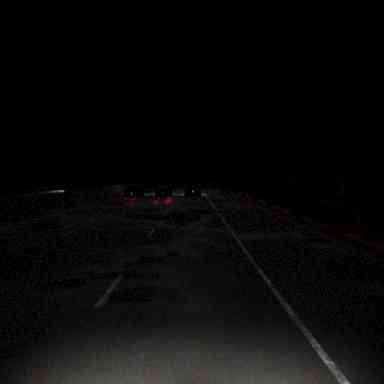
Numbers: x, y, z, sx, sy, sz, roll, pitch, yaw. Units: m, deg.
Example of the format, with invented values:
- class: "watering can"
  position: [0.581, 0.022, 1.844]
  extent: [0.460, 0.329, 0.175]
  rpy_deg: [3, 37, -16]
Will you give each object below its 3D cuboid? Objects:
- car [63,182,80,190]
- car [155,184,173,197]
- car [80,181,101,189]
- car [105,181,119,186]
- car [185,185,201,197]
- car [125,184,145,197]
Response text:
- class: "car"
  position: [-21.019, -1.084, 58.462]
  extent: [2.128, 1.511, 4.902]
  rpy_deg: [0, 3, 1]
- class: "car"
  position: [-3.390, -0.211, 40.786]
  extent: [1.812, 1.442, 4.674]
  rpy_deg: [0, 3, 0]
- class: "car"
  position: [-17.522, -1.105, 58.880]
  extent: [2.128, 1.511, 4.902]
  rpy_deg: [0, 3, 1]
- class: "car"
  position: [-14.026, -1.076, 58.456]
  extent: [1.837, 1.490, 4.892]
  rpy_deg: [0, 3, 1]
- class: "car"
  position: [0.109, -0.188, 41.109]
  extent: [1.994, 1.385, 4.181]
  rpy_deg: [0, 3, 0]
- class: "car"
  position: [-6.891, -0.210, 40.347]
  extent: [1.837, 1.490, 4.892]
  rpy_deg: [0, 3, 0]
